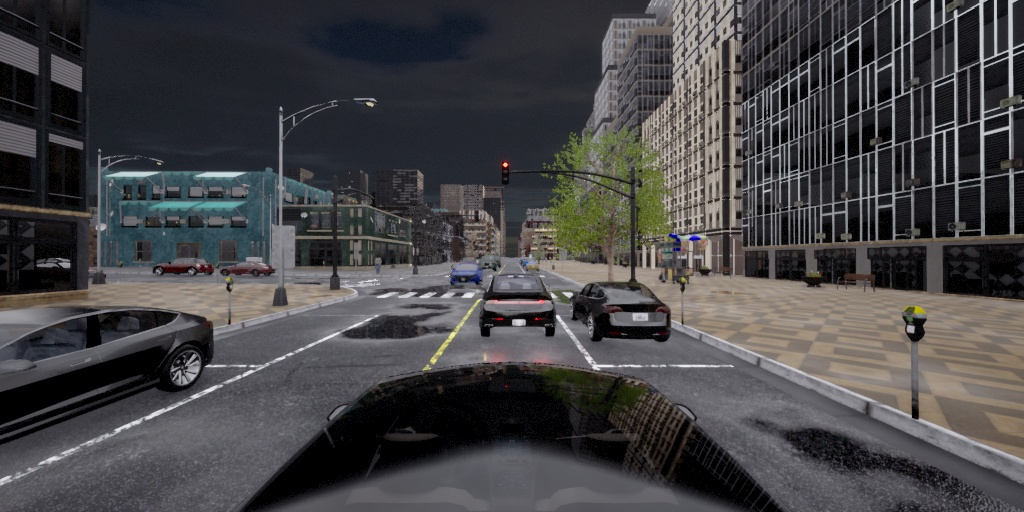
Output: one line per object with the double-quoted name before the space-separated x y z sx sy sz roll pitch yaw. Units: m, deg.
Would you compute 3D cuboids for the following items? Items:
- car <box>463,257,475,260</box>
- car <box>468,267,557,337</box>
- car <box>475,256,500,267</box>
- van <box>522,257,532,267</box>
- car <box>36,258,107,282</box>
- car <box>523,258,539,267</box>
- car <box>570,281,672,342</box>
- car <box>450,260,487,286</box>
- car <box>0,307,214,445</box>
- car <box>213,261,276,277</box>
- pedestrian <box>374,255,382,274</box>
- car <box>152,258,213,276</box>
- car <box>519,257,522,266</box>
"car" -5.679 1.068 47.636 2.192 1.841 5.009 0 0 0
"car" 0.112 1.242 10.277 2.128 1.511 4.902 0 0 -1
"car" -3.061 0.975 46.135 2.150 2.045 5.566 0 0 0
"van" 2.702 1.094 53.187 1.690 1.789 3.998 0 0 0
"car" -28.246 0.980 22.546 4.207 1.307 1.802 0 0 -1
"car" 2.701 1.278 47.806 1.751 1.417 4.829 0 0 0
"car" 2.692 1.316 9.607 1.948 1.339 4.313 0 0 0
"car" -3.097 1.229 25.295 1.882 1.535 5.008 0 0 0
"car" -5.689 1.316 4.069 1.948 1.339 4.313 0 0 0
"car" -22.815 1.090 31.002 4.207 1.307 1.802 0 0 -1
"pedestrian" -12.742 0.789 34.091 0.375 1.860 0.375 0 -1 -1
"car" -28.362 0.879 30.925 4.097 1.591 1.967 0 0 -1
"car" 2.705 1.305 64.289 2.007 1.370 4.403 0 0 0
